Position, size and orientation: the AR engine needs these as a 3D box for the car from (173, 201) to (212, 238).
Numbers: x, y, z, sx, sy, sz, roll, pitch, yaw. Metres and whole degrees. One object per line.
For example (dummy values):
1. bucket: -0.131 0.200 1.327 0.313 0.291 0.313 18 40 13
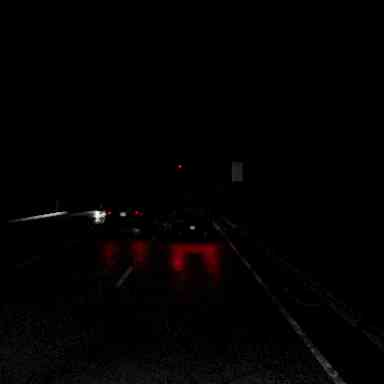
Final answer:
1. car: 0.010 1.478 17.681 1.882 1.535 5.008 0 0 0

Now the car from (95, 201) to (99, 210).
1. car: -10.784 1.497 41.884 2.128 1.511 4.902 0 0 0

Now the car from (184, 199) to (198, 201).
1. car: -0.110 1.492 34.965 2.128 1.511 4.902 0 0 0

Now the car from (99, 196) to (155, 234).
1. car: -3.503 1.223 19.502 2.150 2.045 5.566 0 0 0

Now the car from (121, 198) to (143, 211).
1. car: -7.288 1.528 40.631 1.812 1.442 4.674 0 0 0
